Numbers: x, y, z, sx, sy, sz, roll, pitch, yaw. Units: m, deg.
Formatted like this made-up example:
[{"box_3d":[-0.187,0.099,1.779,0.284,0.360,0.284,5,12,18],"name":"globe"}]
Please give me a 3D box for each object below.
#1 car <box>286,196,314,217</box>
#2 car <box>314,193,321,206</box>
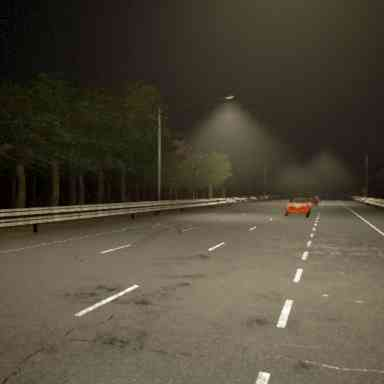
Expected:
[{"box_3d":[10.271,1.359,31.888,2.097,1.767,4.553,0,0,22],"name":"car"},{"box_3d":[20.583,1.393,57.318,2.097,1.767,4.553,0,0,22],"name":"car"}]
